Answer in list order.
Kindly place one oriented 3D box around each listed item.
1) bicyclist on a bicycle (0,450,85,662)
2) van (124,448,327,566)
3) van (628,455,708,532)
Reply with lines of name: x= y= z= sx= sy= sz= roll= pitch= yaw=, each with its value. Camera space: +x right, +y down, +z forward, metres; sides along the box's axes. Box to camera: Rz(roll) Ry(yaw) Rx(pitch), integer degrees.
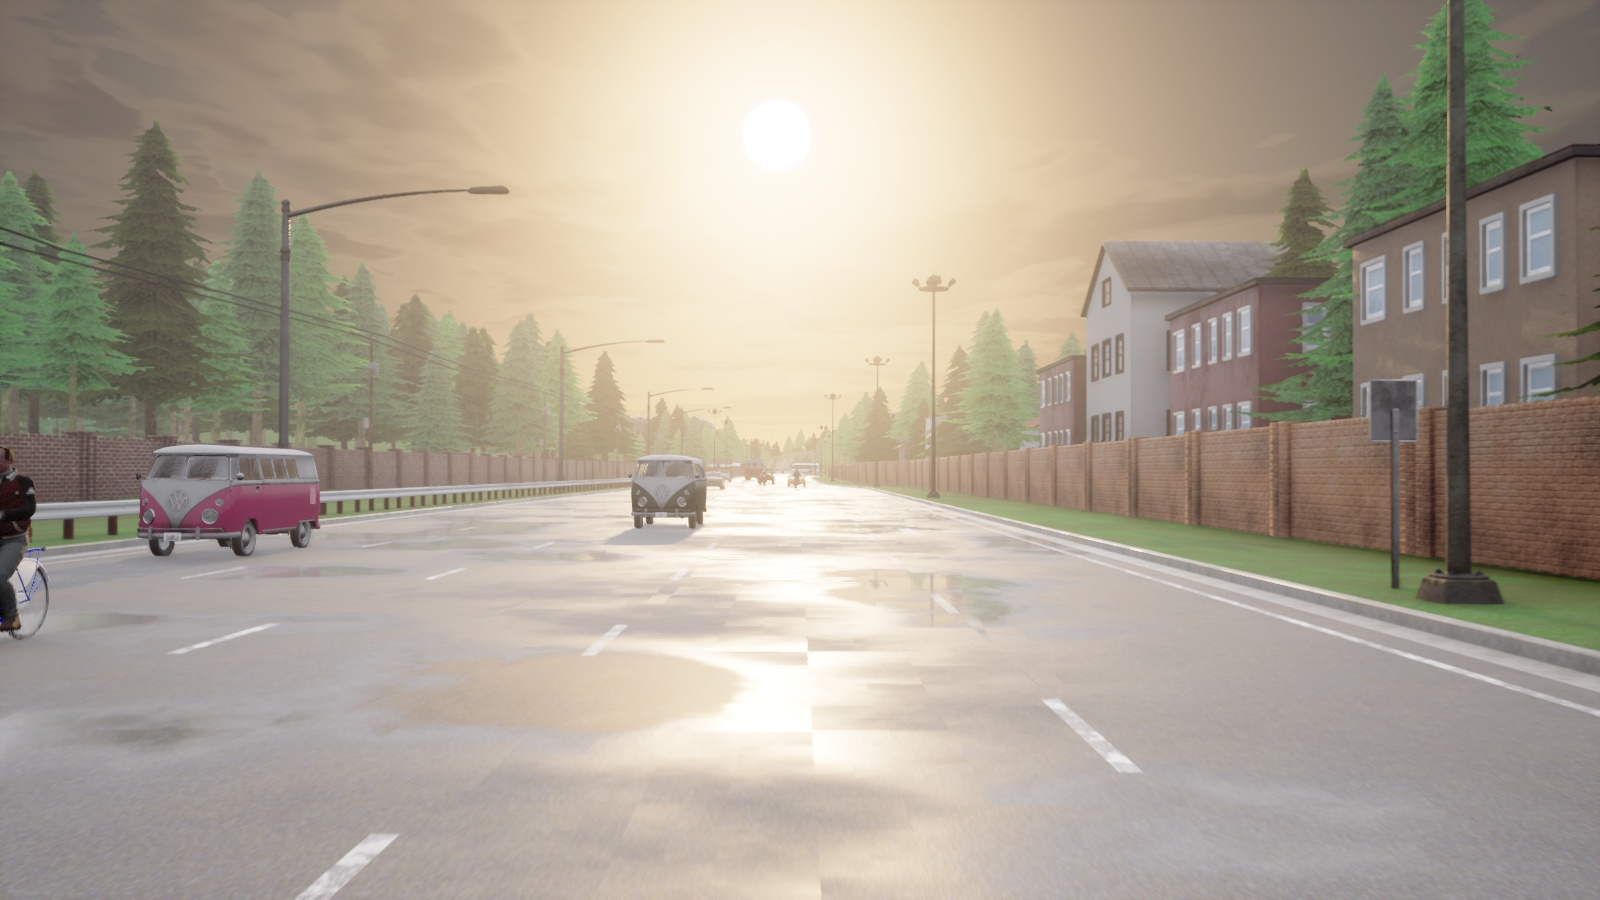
bicyclist on a bicycle: x=-7.028 y=0.895 z=10.832 sx=0.659 sy=1.776 sz=1.843 roll=0 pitch=-1 yaw=0
van: x=-10.559 y=1.003 z=23.482 sx=1.775 sy=1.987 sz=4.442 roll=0 pitch=-1 yaw=0
van: x=-3.587 y=1.165 z=34.824 sx=1.775 sy=1.987 sz=4.442 roll=0 pitch=-1 yaw=0
